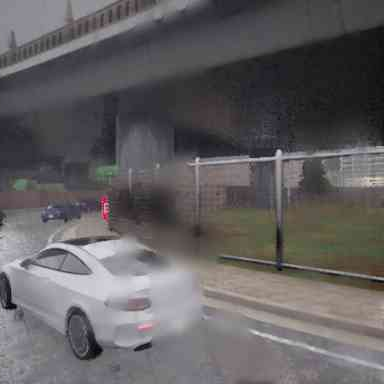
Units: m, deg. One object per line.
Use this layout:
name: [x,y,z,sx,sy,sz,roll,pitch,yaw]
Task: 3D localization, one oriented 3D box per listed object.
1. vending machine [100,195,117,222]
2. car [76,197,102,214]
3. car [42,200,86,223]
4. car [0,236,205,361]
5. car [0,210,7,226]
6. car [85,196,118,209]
vending machine: [-6.574,1.250,26.228,1.100,2.100,0.880,0,0,1]
car: [-11.490,1.430,37.309,2.097,1.767,4.553,0,0,18]
car: [-10.174,1.583,26.213,1.812,1.442,4.674,0,0,-1]
car: [-1.851,1.539,5.978,4.674,1.442,1.812,0,0,43]
car: [-13.168,1.553,20.698,1.837,1.490,4.892,0,0,-11]
car: [-13.383,1.456,49.327,2.097,1.767,4.553,0,0,32]
